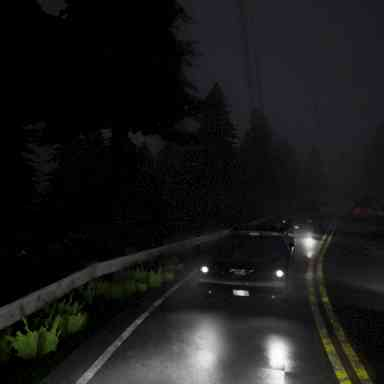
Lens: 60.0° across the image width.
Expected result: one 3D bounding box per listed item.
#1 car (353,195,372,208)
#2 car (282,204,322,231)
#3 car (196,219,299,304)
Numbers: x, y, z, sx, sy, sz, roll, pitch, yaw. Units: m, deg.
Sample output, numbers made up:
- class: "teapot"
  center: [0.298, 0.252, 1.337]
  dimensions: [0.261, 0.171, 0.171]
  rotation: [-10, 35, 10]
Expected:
- class: "car"
  center: [20.696, 1.060, 40.210]
  dimensions: [2.128, 1.511, 4.902]
  rotation: [-2, 0, 28]
- class: "car"
  center: [6.706, 1.461, 20.054]
  dimensions: [2.033, 1.411, 5.357]
  rotation: [-2, 0, 26]
- class: "car"
  center: [1.605, 1.599, 8.422]
  dimensions: [1.895, 1.301, 4.718]
  rotation: [-1, 0, 18]
